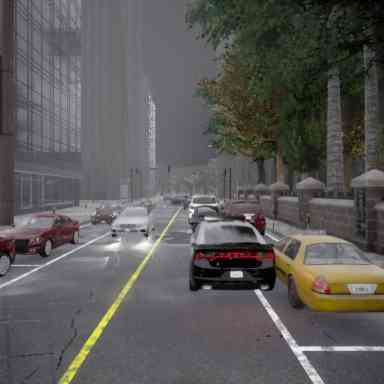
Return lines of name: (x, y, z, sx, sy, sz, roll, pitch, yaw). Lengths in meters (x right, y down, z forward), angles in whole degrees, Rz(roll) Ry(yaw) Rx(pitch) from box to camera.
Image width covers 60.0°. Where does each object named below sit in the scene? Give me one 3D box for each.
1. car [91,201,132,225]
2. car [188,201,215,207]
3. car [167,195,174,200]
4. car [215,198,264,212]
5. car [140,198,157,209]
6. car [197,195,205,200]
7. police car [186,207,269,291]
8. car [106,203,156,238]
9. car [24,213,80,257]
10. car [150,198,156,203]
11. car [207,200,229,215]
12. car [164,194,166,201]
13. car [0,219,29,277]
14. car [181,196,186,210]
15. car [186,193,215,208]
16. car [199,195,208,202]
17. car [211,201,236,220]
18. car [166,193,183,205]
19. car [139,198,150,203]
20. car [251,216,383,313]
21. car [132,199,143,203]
car: (-5.826, 1.446, 23.859, 1.967, 1.590, 4.097, 0, 0, 0)
car: (0.849, 1.510, 19.057, 1.837, 1.490, 4.892, 0, 0, 0)
car: (-6.013, 1.636, 93.969, 1.802, 1.307, 4.206, 0, 0, 0)
car: (2.713, 1.319, 18.428, 2.192, 1.841, 5.009, 0, 0, 0)
car: (-5.884, 1.541, 45.517, 1.752, 1.417, 4.829, 0, 0, 0)
car: (2.512, 1.605, 93.992, 2.008, 1.369, 4.403, 0, 0, 0)
police car: (0.876, 1.427, 9.167, 1.930, 1.638, 5.238, 0, 0, 0)
car: (-3.048, 1.529, 18.021, 1.812, 1.442, 4.674, 0, 0, 0)
car: (-5.797, 1.547, 12.945, 1.887, 1.381, 4.507, 0, 0, 0)
car: (-5.870, 1.453, 40.230, 1.967, 1.590, 4.097, 0, 0, 0)
car: (2.670, 1.576, 34.798, 1.947, 1.339, 4.313, 0, 0, 0)
car: (-5.984, 1.359, 83.095, 2.192, 1.841, 5.009, 0, 0, 0)
car: (-5.783, 1.545, 7.488, 1.887, 1.381, 4.507, 0, 0, 0)
car: (-0.117, 1.541, 43.907, 1.812, 1.442, 4.674, 0, 0, 0)
car: (0.834, 1.231, 25.087, 2.150, 2.045, 5.566, 0, 0, 0)
car: (2.556, 1.479, 77.680, 1.967, 1.590, 4.097, 0, 0, 0)
car: (2.684, 1.534, 29.511, 1.752, 1.417, 4.829, 0, 0, 0)
car: (-1.764, 1.371, 54.998, 2.097, 1.767, 4.553, 1, 0, -38)
car: (-5.855, 1.555, 34.773, 1.887, 1.381, 4.507, 0, 0, 0)
car: (2.742, 1.526, 7.685, 1.752, 1.417, 4.829, 0, 0, 0)
car: (-5.841, 1.559, 29.316, 2.008, 1.369, 4.403, 0, 0, 0)
